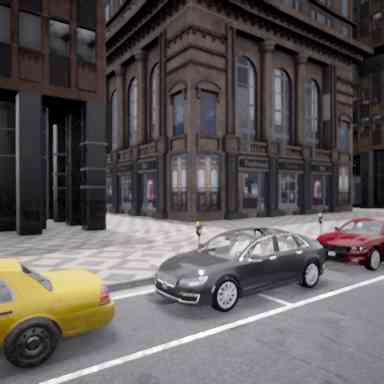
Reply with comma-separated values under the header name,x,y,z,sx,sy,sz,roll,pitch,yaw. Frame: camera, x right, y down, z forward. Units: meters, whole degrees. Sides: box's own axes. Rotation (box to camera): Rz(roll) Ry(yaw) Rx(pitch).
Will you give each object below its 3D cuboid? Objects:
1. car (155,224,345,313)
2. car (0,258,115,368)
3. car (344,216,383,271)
name,x,y,z,sx,sy,sz,roll,pitch,yaw
car,1.261,1.535,7.553,4.403,1.369,2.008,0,0,-36
car,-3.454,1.527,4.183,4.829,1.417,1.752,0,0,-36
car,5.827,1.514,10.816,4.507,1.381,1.887,0,0,-36
